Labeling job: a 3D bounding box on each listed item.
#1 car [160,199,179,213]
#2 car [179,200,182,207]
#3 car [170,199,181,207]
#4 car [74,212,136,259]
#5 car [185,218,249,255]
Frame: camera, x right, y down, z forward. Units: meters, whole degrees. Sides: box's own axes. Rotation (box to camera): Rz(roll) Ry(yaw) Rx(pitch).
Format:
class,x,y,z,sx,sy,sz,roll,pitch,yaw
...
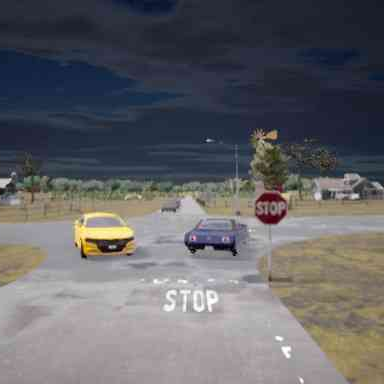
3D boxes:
class,x,y,z,sx,sy,sz,roll,pitch,yaw
car,-3.012,1.901,44.045,1.837,1.490,4.892,0,-1,-1
car,-3.083,2.055,53.769,1.994,1.385,4.181,0,-1,1
car,-3.100,2.104,64.155,1.837,1.490,4.892,0,-1,0
car,-3.629,1.595,13.436,1.882,1.535,5.008,1,-1,-23
car,1.238,1.719,13.932,1.895,1.301,4.718,0,0,16
